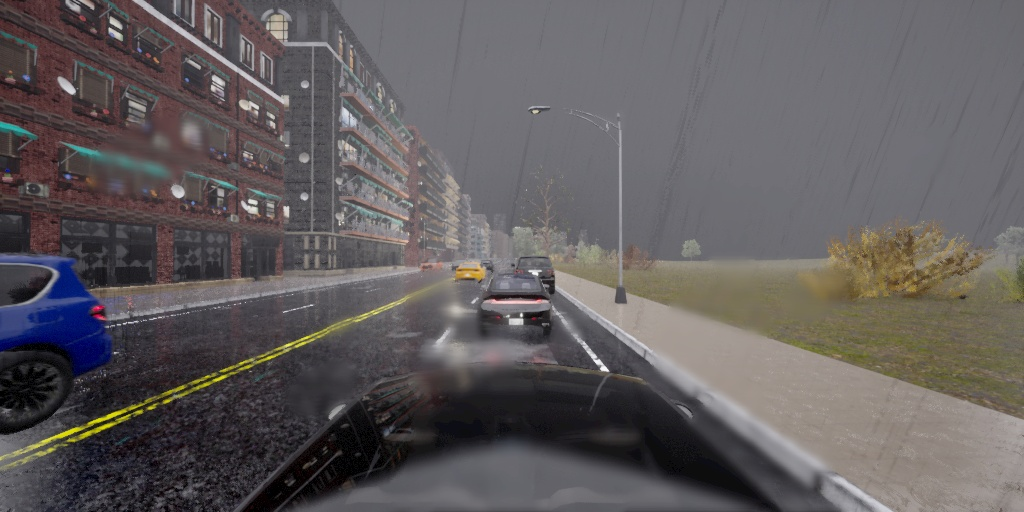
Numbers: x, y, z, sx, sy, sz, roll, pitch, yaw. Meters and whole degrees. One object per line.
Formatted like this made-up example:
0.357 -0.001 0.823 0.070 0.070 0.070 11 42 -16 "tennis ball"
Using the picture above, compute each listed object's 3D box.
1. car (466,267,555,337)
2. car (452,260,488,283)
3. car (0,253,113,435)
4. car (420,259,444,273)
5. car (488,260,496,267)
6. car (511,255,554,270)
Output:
0.098 1.243 10.354 2.128 1.511 4.902 0 0 0 "car"
-3.159 1.229 28.000 1.882 1.535 5.008 0 0 0 "car"
-6.599 0.971 2.571 2.150 2.045 5.566 0 0 0 "car"
-9.864 1.102 44.395 2.097 1.767 4.553 0 0 0 "car"
-3.167 1.253 45.126 1.837 1.490 4.892 0 0 0 "car"
1.132 0.977 20.224 2.150 2.045 5.566 0 0 0 "car"
